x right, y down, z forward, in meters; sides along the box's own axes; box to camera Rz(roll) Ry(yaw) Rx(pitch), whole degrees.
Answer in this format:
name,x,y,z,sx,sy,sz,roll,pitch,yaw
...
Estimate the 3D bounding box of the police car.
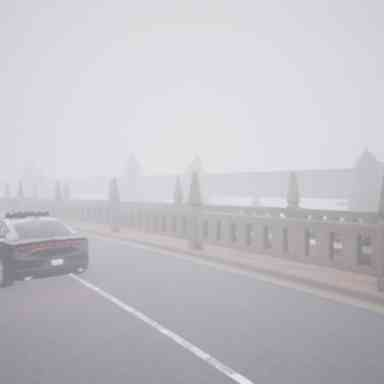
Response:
name,x,y,z,sx,sy,sz,roll,pitch,yaw
police car,-4.717,1.374,9.511,1.930,1.638,5.238,-1,1,-40
